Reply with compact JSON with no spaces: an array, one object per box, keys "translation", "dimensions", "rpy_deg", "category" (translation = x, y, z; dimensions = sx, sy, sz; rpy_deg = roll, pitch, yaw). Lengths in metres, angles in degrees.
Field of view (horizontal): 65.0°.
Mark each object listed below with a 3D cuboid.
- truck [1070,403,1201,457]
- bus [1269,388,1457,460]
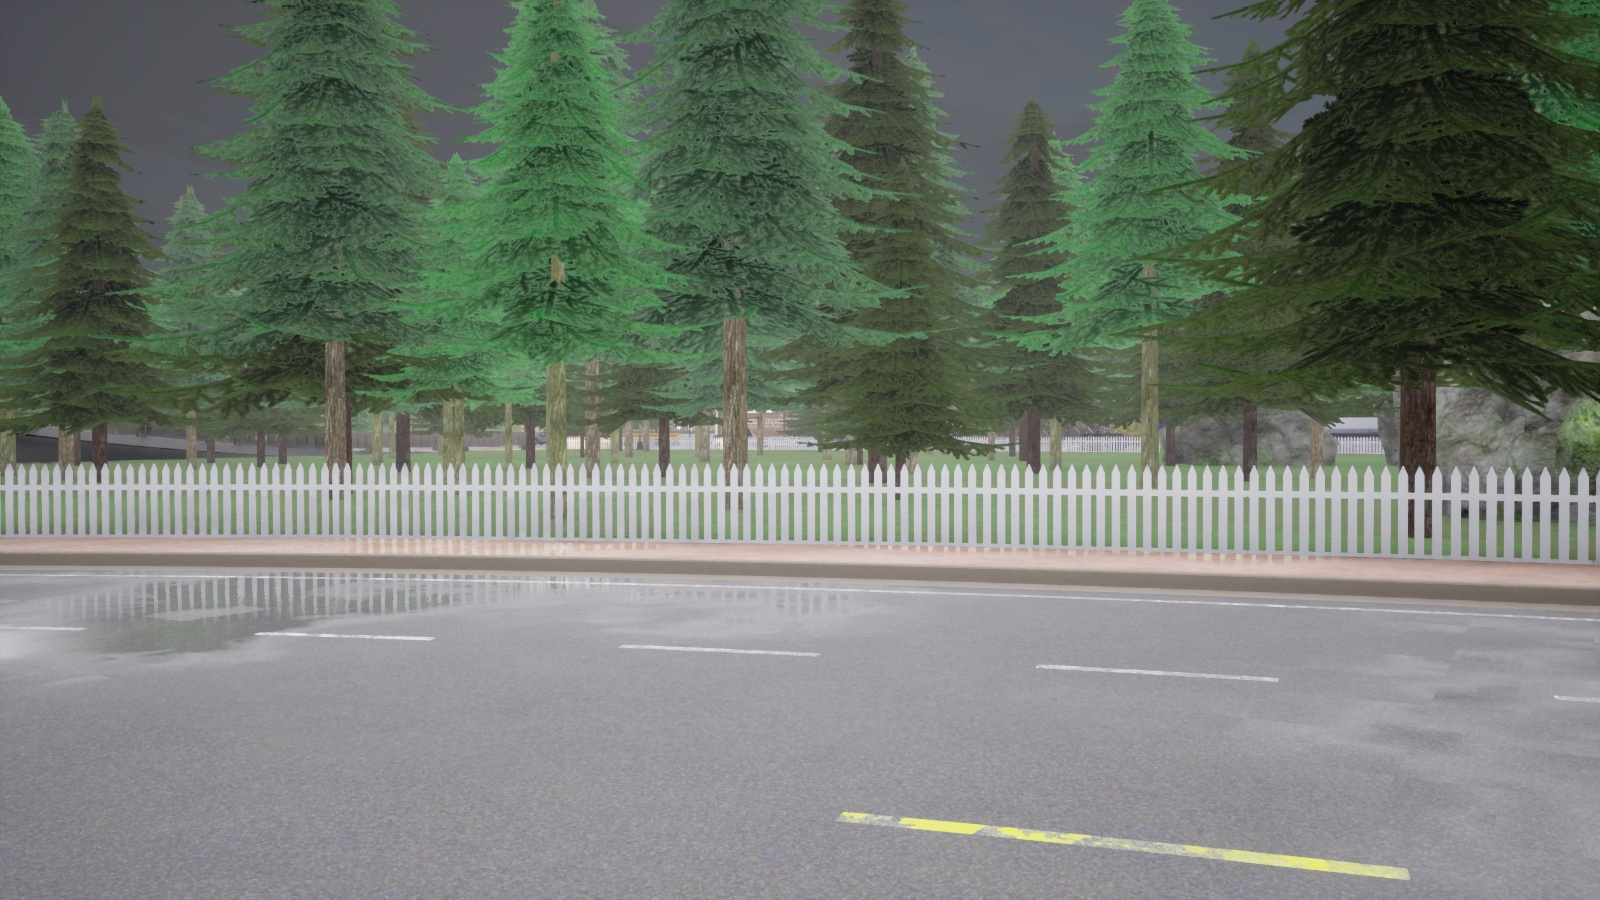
[{"translation":[22.241,-1.352,83.439],"dimensions":[7.936,3.462,2.891],"rpy_deg":[1,1,33],"category":"truck"},{"translation":[35.381,-1.628,79.101],"dimensions":[10.273,4.253,3.944],"rpy_deg":[1,1,33],"category":"bus"}]
